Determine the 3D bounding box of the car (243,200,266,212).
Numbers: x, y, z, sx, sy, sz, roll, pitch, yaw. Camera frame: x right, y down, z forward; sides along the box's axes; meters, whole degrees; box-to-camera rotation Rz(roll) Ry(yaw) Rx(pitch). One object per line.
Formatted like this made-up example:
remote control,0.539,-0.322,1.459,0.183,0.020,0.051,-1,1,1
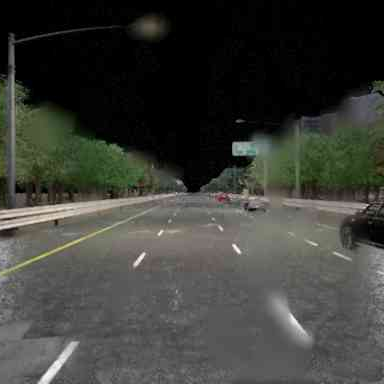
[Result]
car,7.090,1.557,38.076,1.994,1.385,4.181,0,0,0

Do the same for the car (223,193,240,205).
car,7.193,1.458,57.968,2.128,1.511,4.902,0,0,0

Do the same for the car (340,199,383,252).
car,7.010,1.223,11.034,2.150,2.045,5.566,0,0,0

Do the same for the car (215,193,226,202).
car,7.304,1.167,78.020,2.150,2.045,5.566,0,0,0
